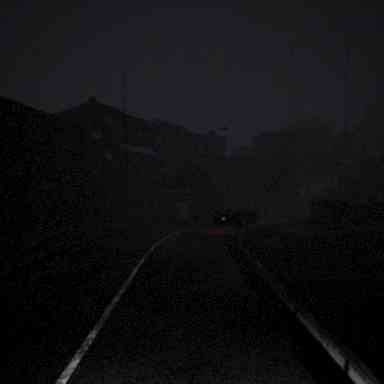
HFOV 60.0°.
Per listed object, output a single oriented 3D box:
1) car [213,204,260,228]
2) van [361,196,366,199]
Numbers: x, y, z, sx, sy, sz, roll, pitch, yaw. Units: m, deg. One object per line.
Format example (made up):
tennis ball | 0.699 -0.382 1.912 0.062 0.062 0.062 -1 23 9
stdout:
car | 3.165 1.600 23.135 1.882 1.535 5.008 -2 -2 28
van | 23.216 1.435 41.520 1.878 1.987 4.442 -3 -2 -13
